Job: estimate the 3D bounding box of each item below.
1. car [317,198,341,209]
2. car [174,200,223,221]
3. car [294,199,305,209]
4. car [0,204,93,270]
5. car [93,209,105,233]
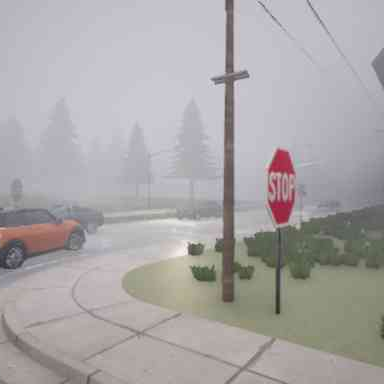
[{"bbox_3d":[17.891,1.467,43.328,2.033,1.411,5.357,1,0,37],"label":"car"},{"bbox_3d":[0.608,1.391,26.186,1.837,1.490,4.892,1,1,37],"label":"car"},{"bbox_3d":[12.705,1.492,42.454,1.895,1.301,4.718,1,0,37],"label":"car"},{"bbox_3d":[-5.517,1.269,11.020,2.097,1.767,4.553,1,0,13],"label":"car"},{"bbox_3d":[-6.627,1.377,16.409,2.128,1.511,4.902,1,0,36],"label":"car"}]
